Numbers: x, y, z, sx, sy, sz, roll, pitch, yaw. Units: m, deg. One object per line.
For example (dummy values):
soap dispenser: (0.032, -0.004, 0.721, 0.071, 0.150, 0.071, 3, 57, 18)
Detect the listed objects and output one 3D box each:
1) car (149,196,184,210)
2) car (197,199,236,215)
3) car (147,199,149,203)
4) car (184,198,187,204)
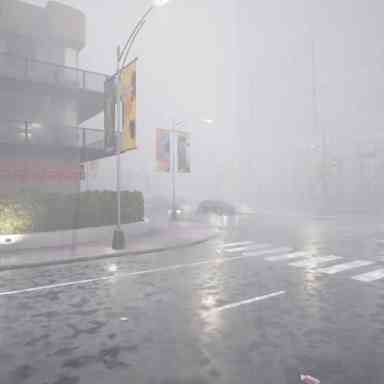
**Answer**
car: (-3.324, 1.564, 42.115, 1.994, 1.385, 4.181, 0, 0, -35)
car: (2.451, 1.505, 33.846, 1.837, 1.490, 4.892, 0, 0, -35)
car: (-6.023, 1.491, 59.267, 4.902, 1.511, 2.128, 0, 0, 42)
car: (-2.419, 1.547, 62.047, 2.033, 1.411, 5.357, 0, 0, -19)
